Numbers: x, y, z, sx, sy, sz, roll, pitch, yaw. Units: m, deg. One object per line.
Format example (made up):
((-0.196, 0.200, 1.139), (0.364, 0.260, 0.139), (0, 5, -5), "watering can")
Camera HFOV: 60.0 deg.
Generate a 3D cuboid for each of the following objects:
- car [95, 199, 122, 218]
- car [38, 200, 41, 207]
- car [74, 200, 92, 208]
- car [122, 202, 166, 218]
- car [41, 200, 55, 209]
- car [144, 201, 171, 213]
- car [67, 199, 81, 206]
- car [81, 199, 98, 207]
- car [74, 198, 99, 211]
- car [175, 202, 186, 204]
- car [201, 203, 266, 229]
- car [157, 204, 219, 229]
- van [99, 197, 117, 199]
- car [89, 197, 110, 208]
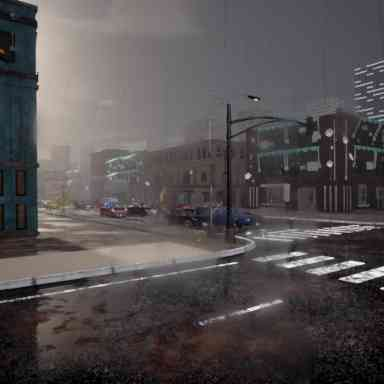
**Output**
((-8.311, 1.846, 35.184), (1.967, 1.590, 4.097), (-1, 0, -35), "car")
((-30.738, 2.376, 66.778), (2.008, 1.369, 4.403), (-1, 0, -35), "car")
((-20.440, 2.192, 62.288), (1.812, 1.442, 4.674), (-1, 0, -35), "car")
((-5.151, 1.851, 35.222), (2.128, 1.511, 4.902), (-1, 0, -36), "car")
((-24.231, 2.233, 57.612), (1.752, 1.417, 4.829), (-1, 0, -35), "car")
((-4.679, 1.966, 44.550), (1.802, 1.307, 4.206), (-2, 0, -35), "car")
((-27.110, 2.364, 76.144), (1.947, 1.339, 4.313), (-1, 0, -35), "car")
((-20.702, 2.228, 67.117), (1.887, 1.381, 4.507), (-1, 0, -35), "car")
((-16.824, 2.076, 51.817), (2.128, 1.511, 4.902), (-1, 0, -35), "car")
((-1.476, 1.904, 40.037), (1.802, 1.307, 4.206), (-2, 0, -35), "car")
((2.794, 1.750, 23.995), (2.033, 1.411, 5.357), (-1, 0, -34), "car")
((-0.374, 1.815, 23.799), (1.947, 1.339, 4.313), (-1, 0, -35), "car")
((-14.298, 1.907, 58.090), (1.690, 1.788, 3.998), (-1, 0, -35), "van")
((-17.503, 1.940, 62.603), (2.192, 1.841, 5.009), (-1, 0, -35), "car")
